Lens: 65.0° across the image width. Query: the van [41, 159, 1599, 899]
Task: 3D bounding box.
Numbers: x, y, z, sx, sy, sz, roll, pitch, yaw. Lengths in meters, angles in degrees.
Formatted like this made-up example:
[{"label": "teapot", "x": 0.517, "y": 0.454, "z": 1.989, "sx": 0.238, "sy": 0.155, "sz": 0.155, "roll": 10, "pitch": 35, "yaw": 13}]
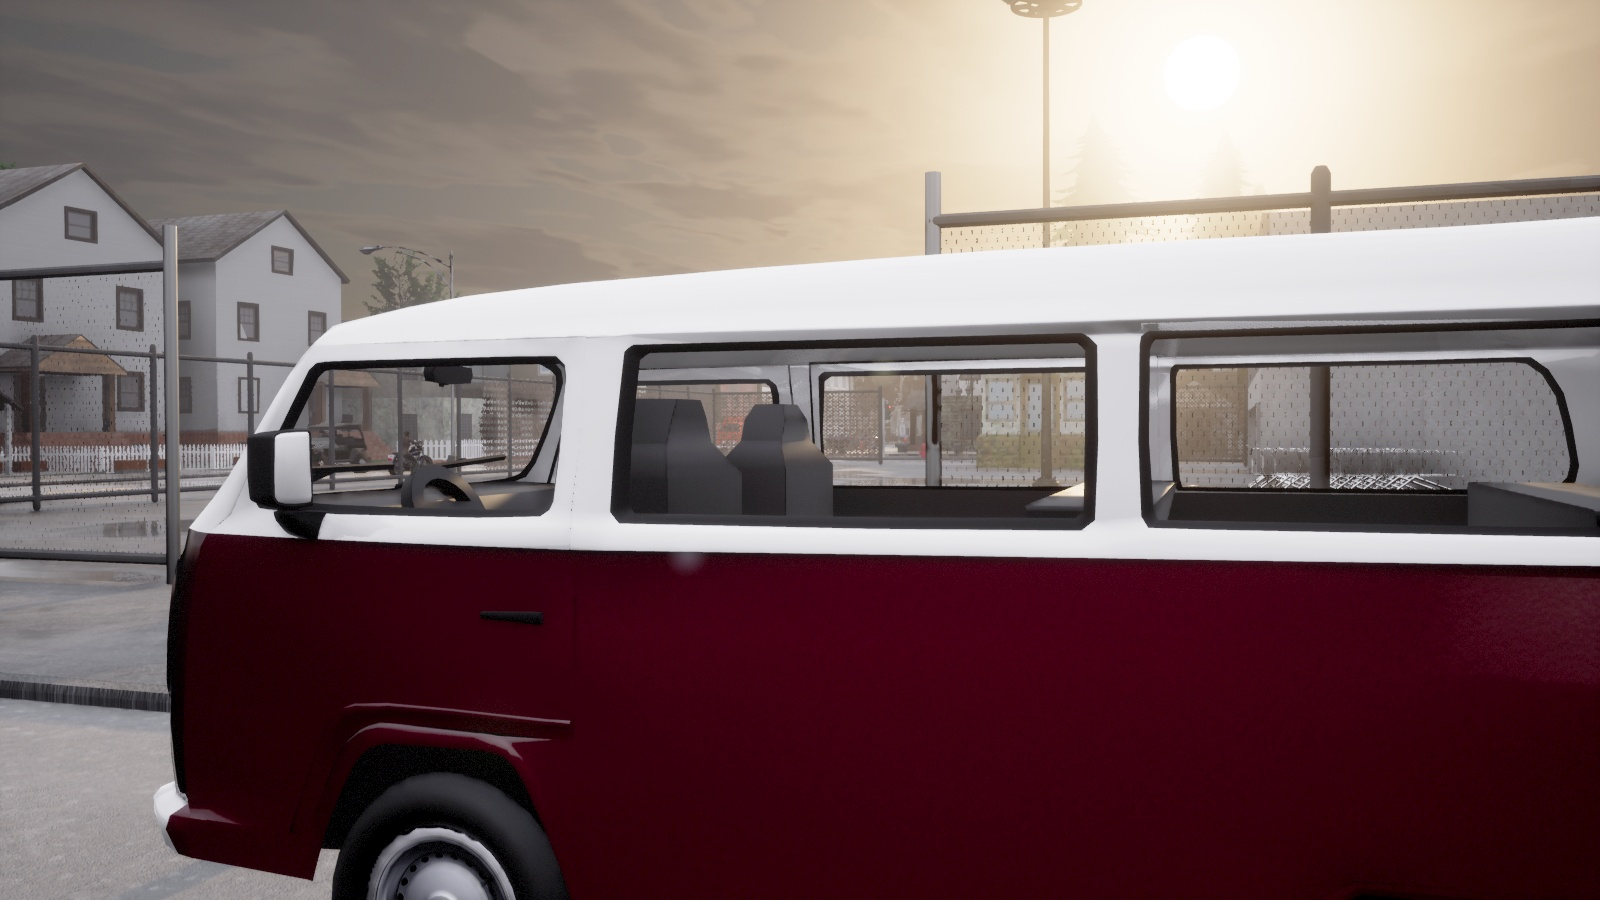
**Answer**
[{"label": "van", "x": 0.462, "y": 0.495, "z": 3.565, "sx": 4.480, "sy": 2.038, "sz": 2.069, "roll": 1, "pitch": 1, "yaw": 19}]
